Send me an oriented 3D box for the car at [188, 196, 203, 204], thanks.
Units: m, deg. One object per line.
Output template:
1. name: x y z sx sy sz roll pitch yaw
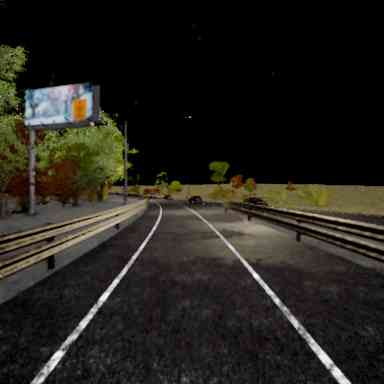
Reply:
1. car: 0.577 1.454 61.788 1.837 1.490 4.892 0 0 -16

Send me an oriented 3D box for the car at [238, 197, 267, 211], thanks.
1. car: 7.094 1.381 39.693 1.882 1.535 5.008 0 0 -16

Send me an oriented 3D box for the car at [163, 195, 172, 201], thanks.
1. car: -6.236 1.502 84.885 1.812 1.442 4.674 0 0 -16
